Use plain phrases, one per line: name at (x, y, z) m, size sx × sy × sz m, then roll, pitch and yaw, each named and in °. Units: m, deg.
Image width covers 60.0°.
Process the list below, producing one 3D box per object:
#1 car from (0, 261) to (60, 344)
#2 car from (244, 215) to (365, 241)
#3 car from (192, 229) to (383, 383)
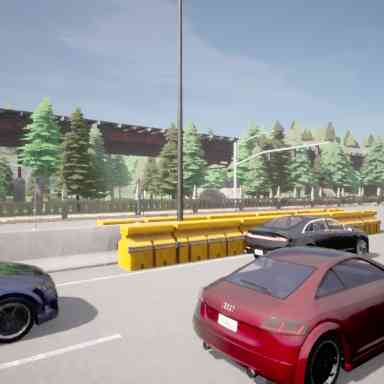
car at (-4.264, 1.564, 5.001) m, size 4.181 × 1.385 × 1.994 m, roll 0°, pitch 0°, yaw -36°
car at (3.859, 1.491, 10.804) m, size 4.902 × 1.511 × 2.128 m, roll 0°, pitch 0°, yaw -36°
car at (2.069, 1.564, 5.227) m, size 4.181 × 1.385 × 1.994 m, roll 0°, pitch 0°, yaw -35°
